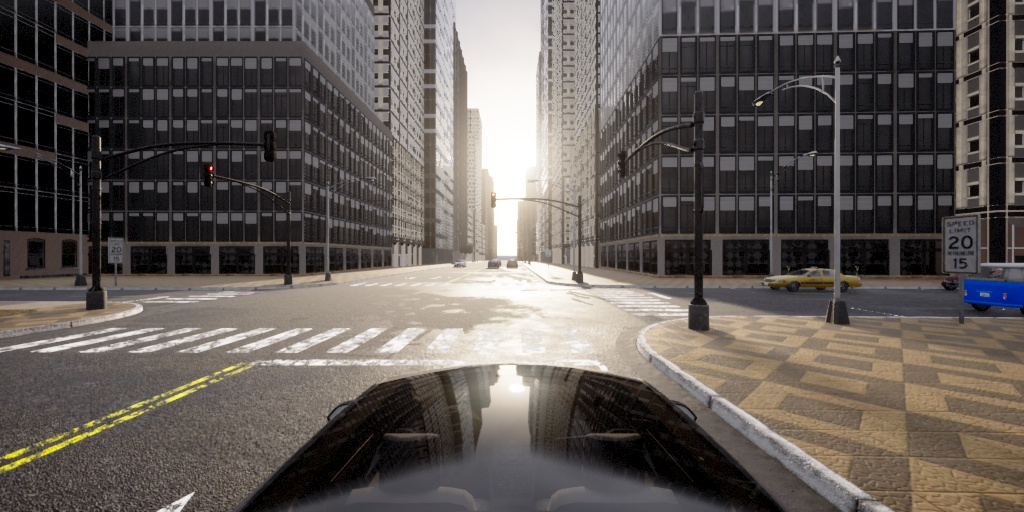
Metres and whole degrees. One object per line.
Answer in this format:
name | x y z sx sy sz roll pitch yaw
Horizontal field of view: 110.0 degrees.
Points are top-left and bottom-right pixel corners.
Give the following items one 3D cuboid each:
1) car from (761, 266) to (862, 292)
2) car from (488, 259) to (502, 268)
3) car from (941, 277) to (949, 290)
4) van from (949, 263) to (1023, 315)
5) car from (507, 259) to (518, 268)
car | 17.101 1.293 20.635 4.829 1.417 1.751 0 0 2
car | -3.206 1.335 62.817 1.882 1.535 5.008 0 0 0
car | 26.935 1.356 20.143 4.207 1.307 1.802 0 0 2
van | 18.366 1.119 12.462 3.998 1.789 1.690 0 0 2
car | 0.045 1.425 63.647 1.994 1.385 4.181 0 0 0
